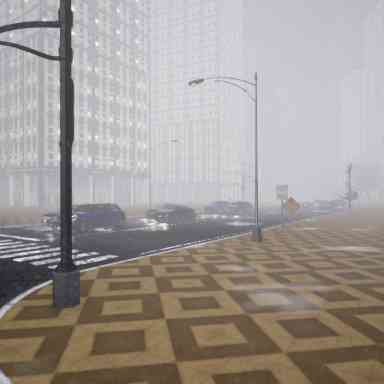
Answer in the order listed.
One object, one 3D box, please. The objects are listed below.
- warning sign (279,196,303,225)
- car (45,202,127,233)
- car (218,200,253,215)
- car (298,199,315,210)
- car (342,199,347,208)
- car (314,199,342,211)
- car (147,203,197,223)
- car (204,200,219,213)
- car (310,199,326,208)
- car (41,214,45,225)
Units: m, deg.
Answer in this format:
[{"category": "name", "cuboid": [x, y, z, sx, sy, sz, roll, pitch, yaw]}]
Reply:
[{"category": "warning sign", "cuboid": [6.840, 1.251, 22.944, 1.300, 1.860, 1.060, 0, 0, 34]}, {"category": "car", "cuboid": [-6.226, 1.468, 20.548, 2.097, 1.767, 4.553, 0, -1, 34]}, {"category": "car", "cuboid": [5.259, 1.750, 37.419, 1.837, 1.490, 4.892, 0, 0, 34]}, {"category": "car", "cuboid": [16.299, 1.923, 47.987, 1.895, 1.301, 4.718, 0, 0, 32]}, {"category": "car", "cuboid": [24.203, 1.840, 54.729, 1.882, 1.535, 5.008, 0, 0, 31]}, {"category": "car", "cuboid": [18.809, 1.853, 45.874, 2.033, 1.411, 5.357, 0, 0, 31]}, {"category": "car", "cuboid": [-1.379, 1.737, 27.669, 1.994, 1.385, 4.181, 0, -1, 35]}, {"category": "car", "cuboid": [3.315, 1.748, 40.344, 1.882, 1.535, 5.008, 0, 0, 34]}, {"category": "car", "cuboid": [21.478, 1.903, 56.502, 1.812, 1.442, 4.674, 0, 0, 31]}, {"category": "car", "cuboid": [-8.146, 1.632, 23.543, 2.128, 1.511, 4.902, 0, -1, 34]}]
